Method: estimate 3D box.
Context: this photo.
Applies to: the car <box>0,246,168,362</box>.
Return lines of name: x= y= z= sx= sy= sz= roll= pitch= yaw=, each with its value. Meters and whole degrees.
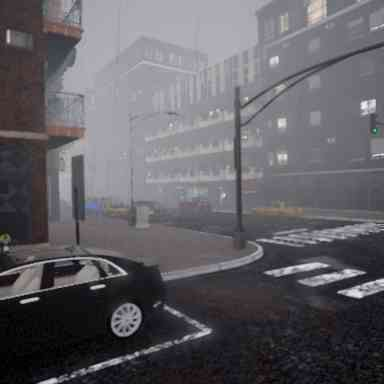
car: x=-2.450 y=1.546 z=4.828 sx=4.403 sy=1.369 sz=2.008 roll=-1 pitch=0 yaw=-36

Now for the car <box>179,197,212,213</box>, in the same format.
car: x=0.280 y=1.286 z=35.214 sx=1.967 sy=1.590 sz=4.097 roll=-2 pitch=1 yaw=-36

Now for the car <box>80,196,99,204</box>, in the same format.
car: x=-19.139 y=1.496 z=62.149 sx=2.008 sy=1.369 sz=4.403 roll=-2 pitch=1 yaw=-36

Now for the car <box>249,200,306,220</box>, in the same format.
car: x=6.656 y=1.341 z=26.376 sx=1.752 sy=1.417 sz=4.829 roll=-2 pitch=1 yaw=-36

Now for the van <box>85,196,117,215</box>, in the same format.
van: x=-9.755 y=1.393 z=34.802 sx=1.690 sy=1.788 sz=3.998 roll=-2 pitch=1 yaw=-36

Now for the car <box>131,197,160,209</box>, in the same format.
car: x=-6.191 y=1.428 z=44.193 sx=2.008 sy=1.369 sz=4.403 roll=-2 pitch=1 yaw=-36

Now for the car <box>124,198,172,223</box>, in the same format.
car: x=-3.279 y=1.461 z=25.826 sx=1.967 sy=1.590 sz=4.097 roll=-2 pitch=1 yaw=-36

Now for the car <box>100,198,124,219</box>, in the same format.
car: x=-6.414 y=1.561 z=30.178 sx=1.752 sy=1.417 sz=4.829 roll=-2 pitch=1 yaw=-36

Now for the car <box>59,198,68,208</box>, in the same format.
car: x=-19.464 y=1.541 z=48.270 sx=1.967 sy=1.590 sz=4.097 roll=-2 pitch=1 yaw=-36

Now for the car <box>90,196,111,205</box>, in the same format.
car: x=-15.902 y=1.493 z=57.660 sx=1.947 sy=1.339 sz=4.313 roll=-2 pitch=1 yaw=-36

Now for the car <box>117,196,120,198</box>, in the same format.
car: x=-12.668 y=1.351 z=53.170 sx=1.967 sy=1.590 sz=4.097 roll=-2 pitch=1 yaw=-36
